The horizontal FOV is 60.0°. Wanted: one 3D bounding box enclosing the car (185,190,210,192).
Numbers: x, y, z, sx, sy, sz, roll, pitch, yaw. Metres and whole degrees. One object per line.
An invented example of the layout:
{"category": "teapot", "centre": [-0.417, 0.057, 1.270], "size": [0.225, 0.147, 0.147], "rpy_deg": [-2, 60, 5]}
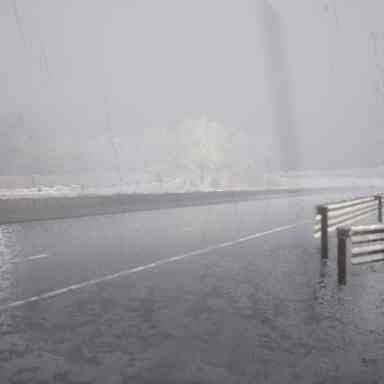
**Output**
{"category": "car", "centre": [1.610, 0.497, 49.726], "size": [1.895, 1.301, 4.718], "rpy_deg": [0, 1, 37]}

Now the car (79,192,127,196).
{"category": "car", "centre": [-7.782, 0.818, 31.522], "size": [1.837, 1.490, 4.892], "rpy_deg": [0, 1, 37]}

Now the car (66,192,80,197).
{"category": "car", "centre": [-11.427, 0.873, 32.504], "size": [1.812, 1.442, 4.674], "rpy_deg": [0, 1, 37]}

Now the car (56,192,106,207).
{"category": "car", "centre": [-12.301, 0.776, 37.144], "size": [2.128, 1.511, 4.902], "rpy_deg": [0, 1, 37]}

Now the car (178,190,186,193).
{"category": "car", "centre": [-1.050, 0.421, 52.014], "size": [1.812, 1.442, 4.674], "rpy_deg": [0, 1, 37]}
